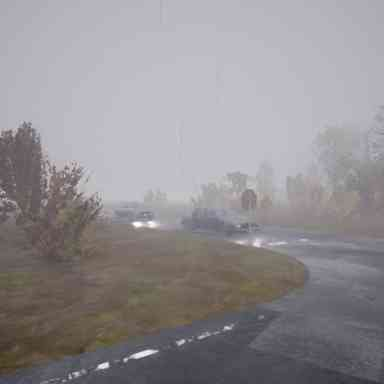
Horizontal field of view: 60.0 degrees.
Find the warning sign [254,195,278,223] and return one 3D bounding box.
[{"bbox_3d":[5.161,1.141,23.170,1.300,1.860,1.060,0,0,-36],"label":"warning sign"}]

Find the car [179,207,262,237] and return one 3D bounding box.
[{"bbox_3d":[1.387,1.553,18.559,2.033,1.411,5.357,0,0,-36],"label":"car"}]

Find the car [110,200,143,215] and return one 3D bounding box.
[{"bbox_3d":[-7.114,1.597,35.902,1.994,1.385,4.181,0,0,-35],"label":"car"}]

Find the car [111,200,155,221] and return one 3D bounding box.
[{"bbox_3d":[-4.743,1.579,27.119,1.994,1.385,4.181,0,0,-36],"label":"car"}]
